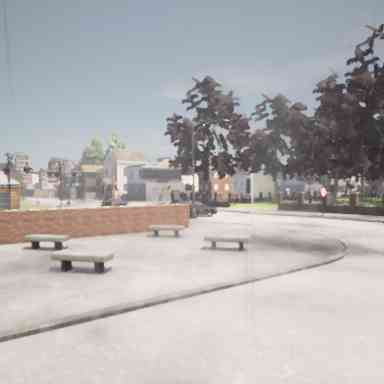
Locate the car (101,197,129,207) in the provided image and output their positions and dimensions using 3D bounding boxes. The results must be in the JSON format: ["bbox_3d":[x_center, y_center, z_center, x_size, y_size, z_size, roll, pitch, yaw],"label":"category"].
[{"bbox_3d":[-10.001,1.411,42.903,2.033,1.411,5.357,-1,0,-36],"label":"car"}]

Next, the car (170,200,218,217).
[{"bbox_3d":[-0.087,1.387,28.872,2.033,1.411,5.357,-1,0,-36],"label":"car"}]
